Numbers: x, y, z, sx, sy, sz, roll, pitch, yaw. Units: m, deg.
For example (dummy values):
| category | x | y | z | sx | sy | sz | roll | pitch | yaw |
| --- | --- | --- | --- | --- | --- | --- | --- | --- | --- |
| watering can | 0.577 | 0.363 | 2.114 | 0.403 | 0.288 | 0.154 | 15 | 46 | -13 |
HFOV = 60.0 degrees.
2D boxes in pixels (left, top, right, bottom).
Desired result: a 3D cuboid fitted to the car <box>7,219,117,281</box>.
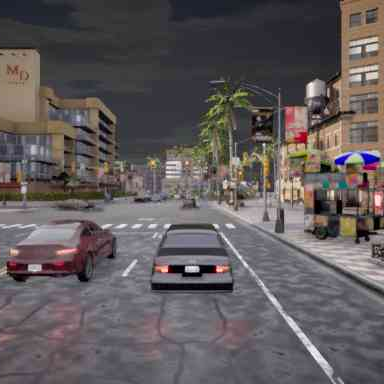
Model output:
| category | x | y | z | sx | sy | sz | roll | pitch | yaw |
| --- | --- | --- | --- | --- | --- | --- | --- | --- | --- |
| car | -3.510 | 1.525 | 9.709 | 1.812 | 1.442 | 4.674 | 0 | 0 | 0 |

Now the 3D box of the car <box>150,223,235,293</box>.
| category | x | y | z | sx | sy | sz | roll | pitch | yaw |
| --- | --- | --- | --- | --- | --- | --- | --- | --- | --- |
| car | -0.004 | 1.547 | 8.970 | 2.033 | 1.411 | 5.357 | 0 | 0 | 0 |

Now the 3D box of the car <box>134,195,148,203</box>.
| category | x | y | z | sx | sy | sz | roll | pitch | yaw |
| --- | --- | --- | --- | --- | --- | --- | --- | --- | --- |
| car | -11.159 | 1.593 | 71.320 | 1.895 | 1.301 | 4.718 | 0 | 0 | -1 |

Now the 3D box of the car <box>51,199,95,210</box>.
| category | x | y | z | sx | sy | sz | roll | pitch | yaw |
| --- | --- | --- | --- | --- | --- | --- | --- | --- | --- |
| car | -15.037 | 1.546 | 42.109 | 5.357 | 1.411 | 2.033 | 0 | 0 | 17 |

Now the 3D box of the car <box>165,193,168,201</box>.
| category | x | y | z | sx | sy | sz | roll | pitch | yaw |
| --- | --- | --- | --- | --- | --- | --- | --- | --- | --- |
| car | -7.769 | 1.222 | 83.157 | 2.150 | 2.045 | 5.566 | 0 | 0 | -1 |

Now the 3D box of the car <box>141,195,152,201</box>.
| category | x | y | z | sx | sy | sz | roll | pitch | yaw |
| --- | --- | --- | --- | --- | --- | --- | --- | --- | --- |
| car | -11.264 | 1.475 | 82.576 | 1.882 | 1.535 | 5.008 | 0 | 0 | -1 |

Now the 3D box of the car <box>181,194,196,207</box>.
| category | x | y | z | sx | sy | sz | roll | pitch | yaw |
| --- | --- | --- | --- | --- | --- | --- | --- | --- | --- |
| car | -0.379 | 1.490 | 52.179 | 2.128 | 1.511 | 4.902 | 0 | 0 | -1 |

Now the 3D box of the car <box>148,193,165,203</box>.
| category | x | y | z | sx | sy | sz | roll | pitch | yaw |
| --- | --- | --- | --- | --- | --- | --- | --- | --- | --- |
| car | -7.659 | 1.353 | 71.368 | 2.097 | 1.767 | 4.553 | 0 | 0 | -1 |
